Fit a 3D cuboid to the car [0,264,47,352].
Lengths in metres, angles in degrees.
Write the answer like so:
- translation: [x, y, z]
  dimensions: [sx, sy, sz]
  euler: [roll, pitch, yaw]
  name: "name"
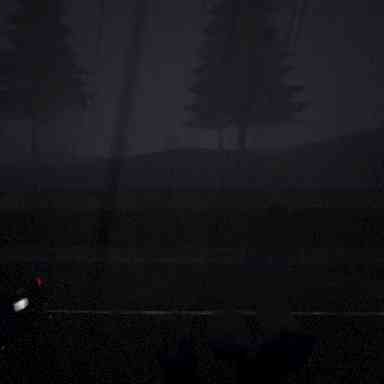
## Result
- translation: [-4.452, 1.598, 4.916]
  dimensions: [4.181, 1.385, 1.994]
  euler: [0, 0, 3]
  name: "car"
